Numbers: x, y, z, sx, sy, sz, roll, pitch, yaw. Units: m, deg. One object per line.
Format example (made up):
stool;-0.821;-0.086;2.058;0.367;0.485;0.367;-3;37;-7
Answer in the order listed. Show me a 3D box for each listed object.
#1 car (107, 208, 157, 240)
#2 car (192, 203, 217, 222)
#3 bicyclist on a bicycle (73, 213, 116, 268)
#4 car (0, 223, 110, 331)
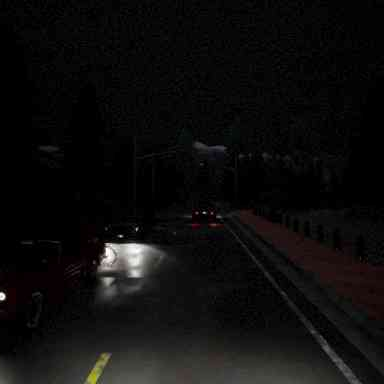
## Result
car;-3.028;1.547;17.298;2.033;1.411;5.357;0;0;2
car;0.975;1.547;26.318;2.033;1.411;5.357;0;0;2
bicyclist on a bicycle;-3.051;1.454;9.799;1.656;1.620;0.582;-2;0;2
car;-3.404;1.601;7.001;1.895;1.301;4.718;0;0;2
